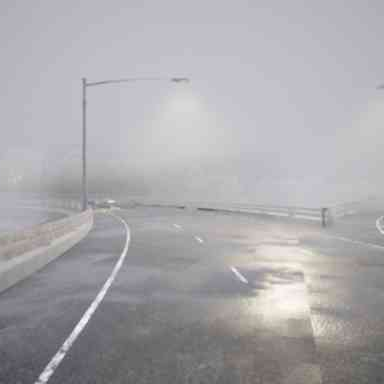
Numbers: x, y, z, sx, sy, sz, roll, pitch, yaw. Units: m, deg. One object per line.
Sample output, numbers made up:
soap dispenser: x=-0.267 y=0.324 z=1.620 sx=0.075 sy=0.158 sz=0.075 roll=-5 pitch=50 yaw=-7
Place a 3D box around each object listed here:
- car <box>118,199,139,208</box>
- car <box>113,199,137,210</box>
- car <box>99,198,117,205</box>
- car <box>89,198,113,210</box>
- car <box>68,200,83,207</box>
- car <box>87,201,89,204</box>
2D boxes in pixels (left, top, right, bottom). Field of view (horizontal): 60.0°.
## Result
car: x=-11.884 y=2.055 z=61.940 sx=2.128 sy=1.511 sz=4.902 roll=0 pitch=-1 yaw=-35
car: x=-10.742 y=2.052 z=53.304 sx=1.994 sy=1.385 sz=4.181 roll=0 pitch=-1 yaw=-29
car: x=-17.817 y=2.020 z=70.127 sx=1.812 sy=1.442 sz=4.674 roll=0 pitch=-1 yaw=-41
car: x=-14.490 y=2.012 z=52.862 sx=1.837 sy=1.490 sz=4.892 roll=0 pitch=-1 yaw=-30
car: x=-23.442 y=2.261 z=65.936 sx=1.895 sy=1.301 sz=4.718 roll=0 pitch=-1 yaw=-41
car: x=-19.564 y=2.126 z=66.677 sx=1.882 sy=1.535 sz=5.008 roll=0 pitch=-1 yaw=-38
